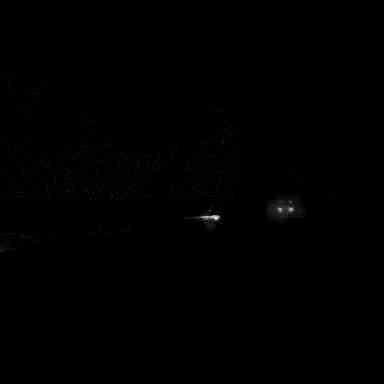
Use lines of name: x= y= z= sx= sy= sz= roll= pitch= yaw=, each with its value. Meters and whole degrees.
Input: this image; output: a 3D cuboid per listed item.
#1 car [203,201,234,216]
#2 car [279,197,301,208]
car: x=2.917 y=1.618 z=33.576 sx=1.994 sy=1.385 sz=4.181 roll=-2 pitch=-1 yaw=36
car: x=14.647 y=1.490 z=49.574 sx=2.097 sy=1.767 sz=4.553 roll=-2 pitch=-1 yaw=36
